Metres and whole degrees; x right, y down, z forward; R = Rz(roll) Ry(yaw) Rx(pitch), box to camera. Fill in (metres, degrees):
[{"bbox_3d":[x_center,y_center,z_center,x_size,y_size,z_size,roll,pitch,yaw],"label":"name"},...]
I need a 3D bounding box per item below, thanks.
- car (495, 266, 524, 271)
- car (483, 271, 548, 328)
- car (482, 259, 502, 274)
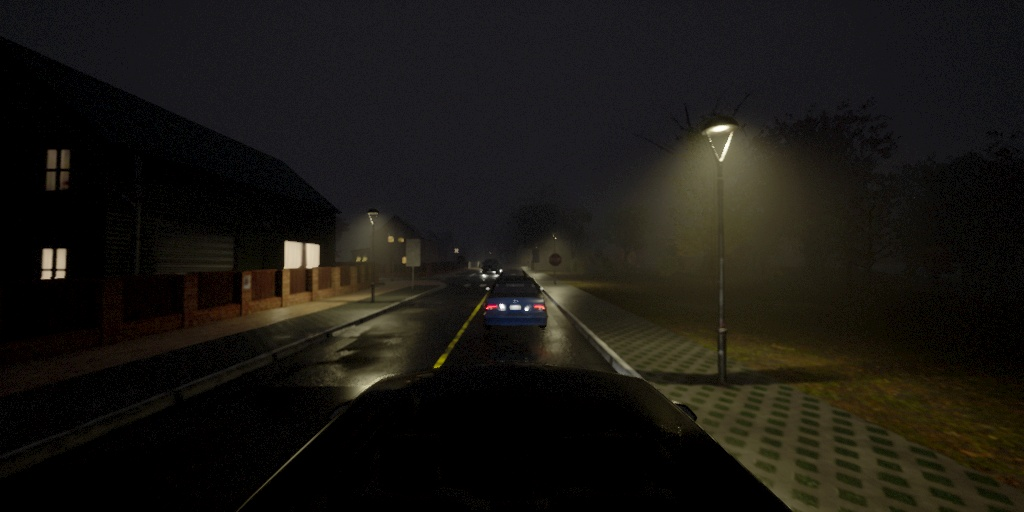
[{"bbox_3d":[0.086,1.509,22.679,1.895,1.301,4.718,0,0,0],"label":"car"},{"bbox_3d":[0.092,1.368,11.602,2.033,1.411,5.357,0,0,0],"label":"car"},{"bbox_3d":[-2.817,1.357,48.228,2.150,2.045,5.566,0,0,0],"label":"car"}]
